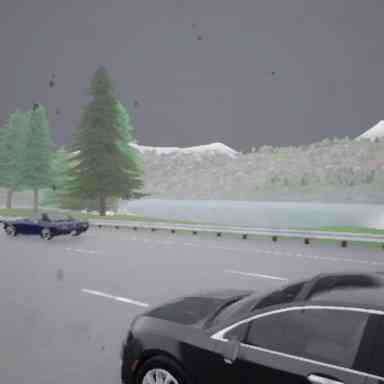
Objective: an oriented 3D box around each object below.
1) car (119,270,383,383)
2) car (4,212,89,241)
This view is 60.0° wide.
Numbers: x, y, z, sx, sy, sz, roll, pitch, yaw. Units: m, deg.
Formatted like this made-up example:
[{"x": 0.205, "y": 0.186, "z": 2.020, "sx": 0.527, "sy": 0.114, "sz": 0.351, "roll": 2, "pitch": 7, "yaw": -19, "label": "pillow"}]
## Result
[{"x": 1.453, "y": 1.507, "z": 2.950, "sx": 4.892, "sy": 1.490, "sz": 1.837, "roll": 0, "pitch": 0, "yaw": 35, "label": "car"}, {"x": -7.685, "y": 1.709, "z": 17.351, "sx": 4.718, "sy": 1.301, "sz": 1.895, "roll": 0, "pitch": 0, "yaw": 31, "label": "car"}]
